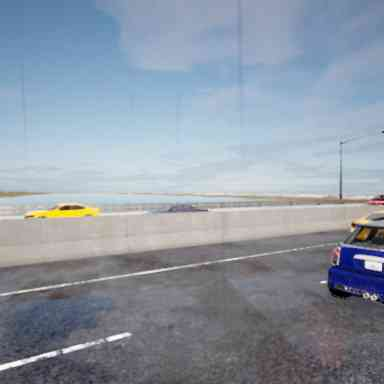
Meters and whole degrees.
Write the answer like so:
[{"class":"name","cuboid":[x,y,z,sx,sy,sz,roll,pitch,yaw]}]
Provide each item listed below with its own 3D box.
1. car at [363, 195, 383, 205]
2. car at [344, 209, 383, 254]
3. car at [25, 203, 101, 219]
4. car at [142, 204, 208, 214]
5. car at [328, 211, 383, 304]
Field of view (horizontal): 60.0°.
[{"class":"car","cuboid":[20.495,1.369,35.500,5.566,2.045,2.150,0,0,-34]},{"class":"car","cuboid":[8.836,1.538,14.332,5.008,1.535,1.882,0,0,-35]},{"class":"car","cuboid":[-8.959,1.532,23.394,5.008,1.535,1.882,0,0,-35]},{"class":"car","cuboid":[-1.175,1.621,24.643,5.357,1.411,2.033,0,0,-35]},{"class":"car","cuboid":[5.072,1.384,7.360,4.553,1.767,2.097,0,0,-35]}]
